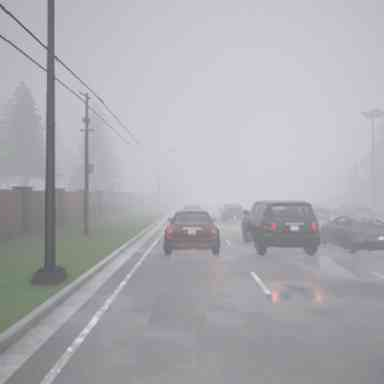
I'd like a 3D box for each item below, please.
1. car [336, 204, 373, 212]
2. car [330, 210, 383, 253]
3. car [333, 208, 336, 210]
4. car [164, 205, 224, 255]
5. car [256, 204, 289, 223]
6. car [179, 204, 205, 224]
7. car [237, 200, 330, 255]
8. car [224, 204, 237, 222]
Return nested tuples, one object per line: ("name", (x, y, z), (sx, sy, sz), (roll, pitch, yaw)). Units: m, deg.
("car", (14.000, 1.771, 29.300), (2.128, 1.511, 4.902), (0, 0, 0))
("car", (7.003, 1.701, 14.299), (1.994, 1.385, 4.181), (0, 0, 0))
("car", (10.501, 1.758, 29.478), (1.882, 1.535, 5.008), (0, 0, 0))
("car", (0.001, 1.484, 14.087), (2.097, 1.767, 4.553), (0, -1, 0))
("car", (7.001, 1.805, 29.385), (1.812, 1.442, 4.674), (0, 0, 0))
("car", (-0.003, 1.823, 28.991), (2.033, 1.411, 5.357), (0, -1, 0))
("car", (3.499, 1.350, 14.008), (2.150, 2.045, 5.566), (0, 0, 0))
("car", (3.500, 1.786, 29.299), (1.837, 1.490, 4.892), (0, 0, 0))
